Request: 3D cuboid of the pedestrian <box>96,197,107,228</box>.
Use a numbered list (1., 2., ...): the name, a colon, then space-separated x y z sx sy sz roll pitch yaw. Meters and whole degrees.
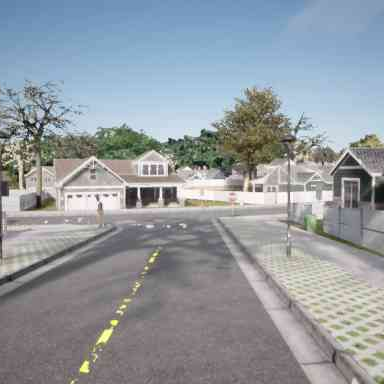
1. pedestrian: -5.225 1.124 18.884 0.375 1.860 0.375 -3 3 0
